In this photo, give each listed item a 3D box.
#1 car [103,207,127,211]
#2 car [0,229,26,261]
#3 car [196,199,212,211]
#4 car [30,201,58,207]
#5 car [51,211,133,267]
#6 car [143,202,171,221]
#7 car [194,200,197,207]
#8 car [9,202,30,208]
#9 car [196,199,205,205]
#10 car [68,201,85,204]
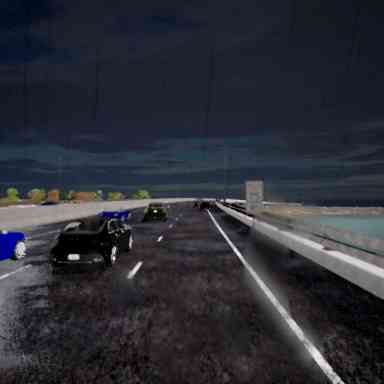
[{"bbox_3d":[-6.653,1.930,29.170,1.895,1.301,4.718,0,-1,1],"label":"car"},{"bbox_3d":[-6.868,1.586,9.906,1.882,1.535,5.008,0,-1,0],"label":"car"},{"bbox_3d":[1.924,2.081,49.346,1.837,1.490,4.892,0,-1,2],"label":"car"},{"bbox_3d":[-20.438,2.066,47.016,1.812,1.442,4.674,0,-1,2],"label":"car"},{"bbox_3d":[-3.354,1.637,11.906,1.837,1.490,4.892,0,-1,0],"label":"car"},{"bbox_3d":[-3.123,1.699,30.647,2.097,1.767,4.553,0,-1,1],"label":"car"},{"bbox_3d":[1.335,2.302,68.173,2.033,1.411,5.357,0,-1,2],"label":"car"},{"bbox_3d":[-23.933,2.143,47.231,1.895,1.301,4.718,0,-1,2],"label":"car"},{"bbox_3d":[2.245,2.566,88.167,2.128,1.511,4.902,0,-1,3],"label":"car"},{"bbox_3d":[-16.885,2.042,48.855,1.882,1.535,5.008,0,-1,2],"label":"car"}]
